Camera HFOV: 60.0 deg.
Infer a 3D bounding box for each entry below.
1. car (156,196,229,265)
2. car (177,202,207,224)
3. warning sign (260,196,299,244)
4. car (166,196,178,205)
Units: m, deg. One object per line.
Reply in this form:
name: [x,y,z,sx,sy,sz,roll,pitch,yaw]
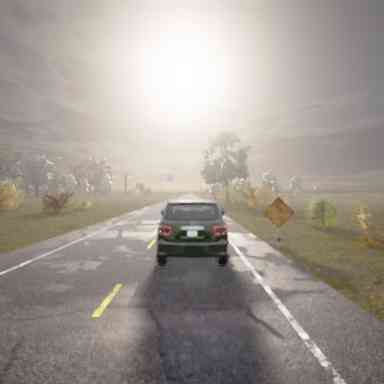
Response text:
car: [0.030,1.223,11.807,2.150,2.045,5.566,0,0,0]
car: [0.022,1.552,25.825,2.033,1.411,5.357,0,0,0]
warning sign: [3.547,1.115,13.632,1.300,1.860,1.060,0,0,0]
car: [-3.544,1.507,59.275,1.882,1.535,5.008,0,0,1]
